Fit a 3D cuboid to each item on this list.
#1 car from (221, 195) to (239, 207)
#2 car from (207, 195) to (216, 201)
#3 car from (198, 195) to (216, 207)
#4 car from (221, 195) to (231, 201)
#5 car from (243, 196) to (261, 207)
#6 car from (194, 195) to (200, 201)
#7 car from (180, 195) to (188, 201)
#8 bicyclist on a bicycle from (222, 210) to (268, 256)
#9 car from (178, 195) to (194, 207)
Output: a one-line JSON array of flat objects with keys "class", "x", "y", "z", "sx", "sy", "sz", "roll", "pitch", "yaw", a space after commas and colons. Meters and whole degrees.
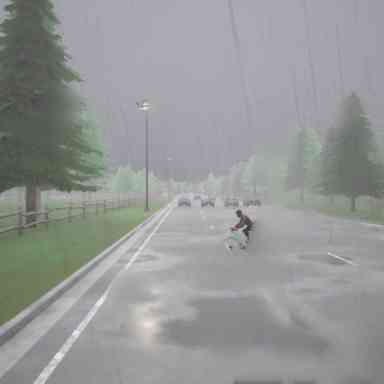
[{"class": "car", "x": 5.884, "y": 1.491, "z": 50.266, "sx": 2.128, "sy": 1.511, "sz": 4.902, "roll": 0, "pitch": 0, "yaw": -1}, {"class": "car", "x": 5.016, "y": 1.524, "z": 85.170, "sx": 1.812, "sy": 1.442, "sz": 4.674, "roll": 0, "pitch": 0, "yaw": -1}, {"class": "car", "x": 2.374, "y": 1.601, "z": 50.914, "sx": 1.895, "sy": 1.301, "sz": 4.718, "roll": 0, "pitch": 0, "yaw": -1}, {"class": "car", "x": 8.537, "y": 1.552, "z": 84.309, "sx": 1.994, "sy": 1.385, "sz": 4.181, "roll": 0, "pitch": 0, "yaw": -1}, {"class": "car", "x": 9.314, "y": 1.352, "z": 52.117, "sx": 2.097, "sy": 1.767, "sz": 4.553, "roll": 0, "pitch": 0, "yaw": -1}, {"class": "car", "x": 1.484, "y": 1.500, "z": 86.440, "sx": 1.837, "sy": 1.490, "sz": 4.892, "roll": 0, "pitch": 0, "yaw": -1}, {"class": "car", "x": -2.036, "y": 1.540, "z": 87.242, "sx": 2.033, "sy": 1.411, "sz": 5.357, "roll": 0, "pitch": 0, "yaw": -1}, {"class": "bicyclist on a bicycle", "x": 1.849, "y": 1.455, "z": 11.771, "sx": 1.656, "sy": 1.620, "sz": 0.582, "roll": -2, "pitch": 0, "yaw": -1}, {"class": "car", "x": -1.126, "y": 1.601, "z": 51.031, "sx": 1.895, "sy": 1.301, "sz": 4.718, "roll": 0, "pitch": 0, "yaw": -1}]
